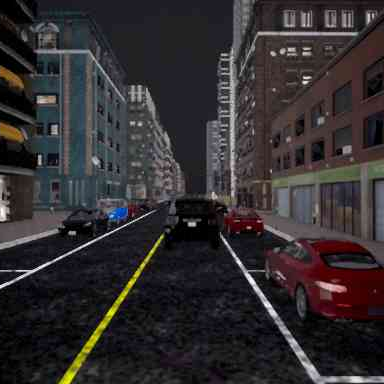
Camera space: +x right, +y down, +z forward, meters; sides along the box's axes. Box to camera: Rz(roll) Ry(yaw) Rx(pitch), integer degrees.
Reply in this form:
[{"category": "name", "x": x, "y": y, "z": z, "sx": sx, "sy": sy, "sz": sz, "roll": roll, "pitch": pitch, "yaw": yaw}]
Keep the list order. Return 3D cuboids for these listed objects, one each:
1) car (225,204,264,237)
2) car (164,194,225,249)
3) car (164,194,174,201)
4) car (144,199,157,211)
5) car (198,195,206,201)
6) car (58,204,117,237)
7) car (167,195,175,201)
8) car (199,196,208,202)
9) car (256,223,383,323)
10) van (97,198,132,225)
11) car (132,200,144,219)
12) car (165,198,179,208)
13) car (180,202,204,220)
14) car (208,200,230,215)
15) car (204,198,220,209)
[{"category": "car", "x": 2.698, "y": 1.547, "z": 17.969, "sx": 1.887, "sy": 1.381, "sz": 4.507, "roll": 0, "pitch": 0, "yaw": 0}, {"category": "car", "x": 0.000, "y": 1.260, "z": 14.681, "sx": 2.150, "sy": 2.045, "sz": 5.566, "roll": 0, "pitch": 0, "yaw": 0}, {"category": "car", "x": -5.682, "y": 1.369, "z": 83.521, "sx": 2.192, "sy": 1.841, "sz": 5.009, "roll": 0, "pitch": 0, "yaw": 0}, {"category": "car", "x": -5.683, "y": 1.579, "z": 40.075, "sx": 1.947, "sy": 1.339, "sz": 4.313, "roll": 0, "pitch": 0, "yaw": 0}, {"category": "car", "x": 2.698, "y": 1.500, "z": 89.048, "sx": 1.967, "sy": 1.590, "sz": 4.097, "roll": 0, "pitch": 0, "yaw": 0}, {"category": "car", "x": -5.683, "y": 1.568, "z": 17.981, "sx": 1.947, "sy": 1.339, "sz": 4.313, "roll": 0, "pitch": 0, "yaw": 0}, {"category": "car", "x": -5.684, "y": 1.605, "z": 89.049, "sx": 1.887, "sy": 1.381, "sz": 4.507, "roll": 0, "pitch": 0, "yaw": 0}, {"category": "car", "x": 2.697, "y": 1.629, "z": 77.992, "sx": 1.802, "sy": 1.307, "sz": 4.206, "roll": 0, "pitch": 0, "yaw": 0}, {"category": "car", "x": 2.698, "y": 1.580, "z": 6.922, "sx": 1.802, "sy": 1.307, "sz": 4.206, "roll": 0, "pitch": 0, "yaw": 0}, {"category": "van", "x": -5.681, "y": 1.345, "z": 23.505, "sx": 1.690, "sy": 1.788, "sz": 3.998, "roll": 0, "pitch": 0, "yaw": 0}, {"category": "car", "x": -5.683, "y": 1.552, "z": 29.028, "sx": 1.887, "sy": 1.381, "sz": 4.507, "roll": 0, "pitch": 0, "yaw": 0}, {"category": "car", "x": -3.000, "y": 1.621, "z": 50.652, "sx": 1.994, "sy": 1.385, "sz": 4.181, "roll": 0, "pitch": 0, "yaw": 0}, {"category": "car", "x": 0.000, "y": 1.625, "z": 29.681, "sx": 1.895, "sy": 1.301, "sz": 4.718, "roll": 0, "pitch": 0, "yaw": 0}, {"category": "car", "x": 2.698, "y": 1.576, "z": 34.539, "sx": 1.947, "sy": 1.339, "sz": 4.313, "roll": 0, "pitch": 0, "yaw": 0}, {"category": "car", "x": 2.698, "y": 1.582, "z": 45.586, "sx": 1.947, "sy": 1.339, "sz": 4.313, "roll": 0, "pitch": 0, "yaw": 0}]
